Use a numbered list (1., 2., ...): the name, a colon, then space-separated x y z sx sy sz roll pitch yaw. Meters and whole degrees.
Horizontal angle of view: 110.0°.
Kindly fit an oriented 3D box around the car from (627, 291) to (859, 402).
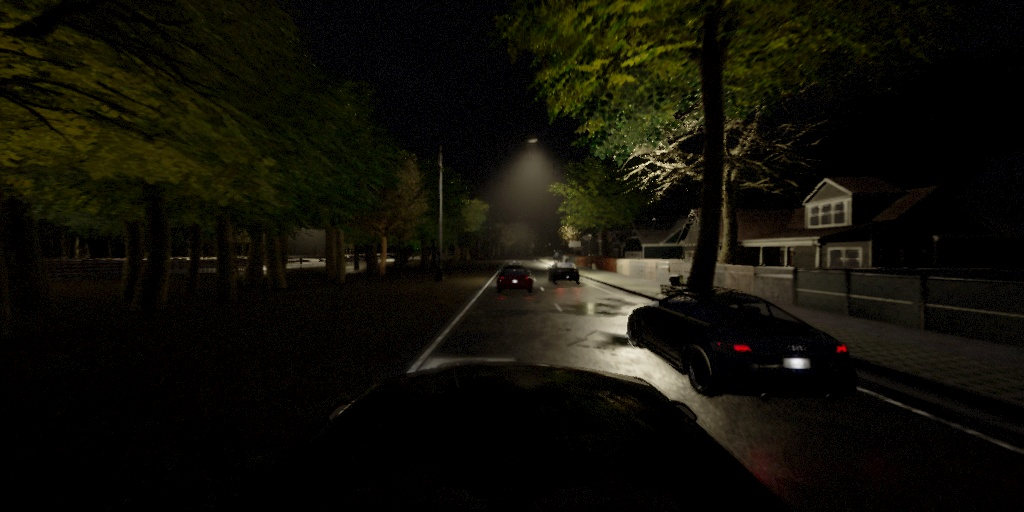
1. car: 3.611 1.321 6.542 1.994 1.385 4.181 0 0 0

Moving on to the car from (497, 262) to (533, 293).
1. car: 0.161 1.275 20.622 1.994 1.385 4.181 0 0 0

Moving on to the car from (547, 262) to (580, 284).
1. car: 3.687 1.184 26.089 2.128 1.511 4.902 0 0 0
